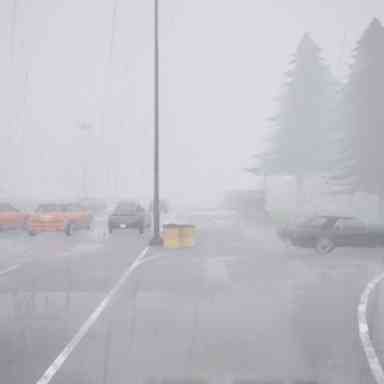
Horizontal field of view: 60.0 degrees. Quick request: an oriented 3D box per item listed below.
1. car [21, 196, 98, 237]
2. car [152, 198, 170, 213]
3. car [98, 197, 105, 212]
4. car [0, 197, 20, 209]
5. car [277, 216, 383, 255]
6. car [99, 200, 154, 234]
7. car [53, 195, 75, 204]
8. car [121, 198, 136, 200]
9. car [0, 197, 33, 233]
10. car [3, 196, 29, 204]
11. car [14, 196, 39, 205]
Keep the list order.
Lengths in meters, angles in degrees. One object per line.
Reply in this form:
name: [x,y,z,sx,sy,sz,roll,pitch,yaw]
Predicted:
car: [-6.921,1.310,18.004,2.097,1.767,4.553,0,0,0]
car: [-3.440,1.422,35.146,1.837,1.490,4.892,0,0,0]
car: [-10.441,1.271,34.794,2.097,1.767,4.553,0,0,0]
car: [-24.626,1.408,43.277,1.837,1.490,4.892,0,0,0]
car: [5.825,1.568,12.714,4.718,1.301,1.895,0,0,-9]
car: [-3.421,1.448,18.872,2.128,1.511,4.902,0,0,0]
car: [-23.941,1.381,62.227,1.812,1.442,4.674,0,0,7]
car: [-6.942,1.392,36.653,1.882,1.535,5.008,0,0,0]
car: [-10.420,1.312,17.627,2.097,1.767,4.553,0,0,0]
car: [-31.320,1.463,59.230,1.895,1.301,4.718,0,0,4]
car: [-27.973,1.434,56.505,1.994,1.385,4.181,0,0,3]
